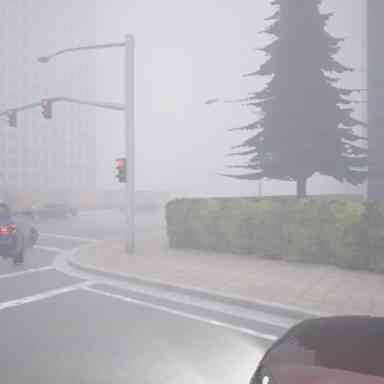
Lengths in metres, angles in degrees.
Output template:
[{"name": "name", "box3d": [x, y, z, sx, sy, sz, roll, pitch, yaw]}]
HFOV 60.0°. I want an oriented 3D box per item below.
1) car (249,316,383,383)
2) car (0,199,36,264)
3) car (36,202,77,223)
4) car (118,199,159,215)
[{"name": "car", "box3d": [2.471, 1.563, 2.229, 4.181, 1.385, 1.994, 0, 0, 36]}, {"name": "car", "box3d": [-6.968, 1.278, 11.680, 2.150, 2.045, 5.566, -2, 1, -22]}, {"name": "car", "box3d": [-11.737, 1.595, 27.087, 1.837, 1.490, 4.892, 0, 0, 35]}, {"name": "car", "box3d": [-5.691, 1.568, 35.582, 1.882, 1.535, 5.008, 0, 0, 35]}]
